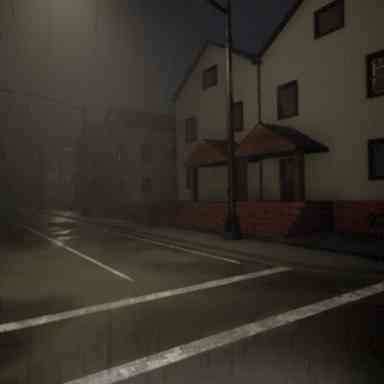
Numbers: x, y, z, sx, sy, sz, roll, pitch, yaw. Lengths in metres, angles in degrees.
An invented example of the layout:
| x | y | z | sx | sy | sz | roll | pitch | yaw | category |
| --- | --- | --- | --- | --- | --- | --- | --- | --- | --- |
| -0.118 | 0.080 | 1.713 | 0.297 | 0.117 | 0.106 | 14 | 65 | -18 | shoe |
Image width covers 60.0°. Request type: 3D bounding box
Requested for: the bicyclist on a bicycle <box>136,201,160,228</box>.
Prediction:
| x | y | z | sx | sy | sz | roll | pitch | yaw | category |
| --- | --- | --- | --- | --- | --- | --- | --- | --- | --- |
| -2.659 | 1.349 | 20.224 | 1.656 | 1.620 | 0.582 | -2 | 0 | -34 | bicyclist on a bicycle |
